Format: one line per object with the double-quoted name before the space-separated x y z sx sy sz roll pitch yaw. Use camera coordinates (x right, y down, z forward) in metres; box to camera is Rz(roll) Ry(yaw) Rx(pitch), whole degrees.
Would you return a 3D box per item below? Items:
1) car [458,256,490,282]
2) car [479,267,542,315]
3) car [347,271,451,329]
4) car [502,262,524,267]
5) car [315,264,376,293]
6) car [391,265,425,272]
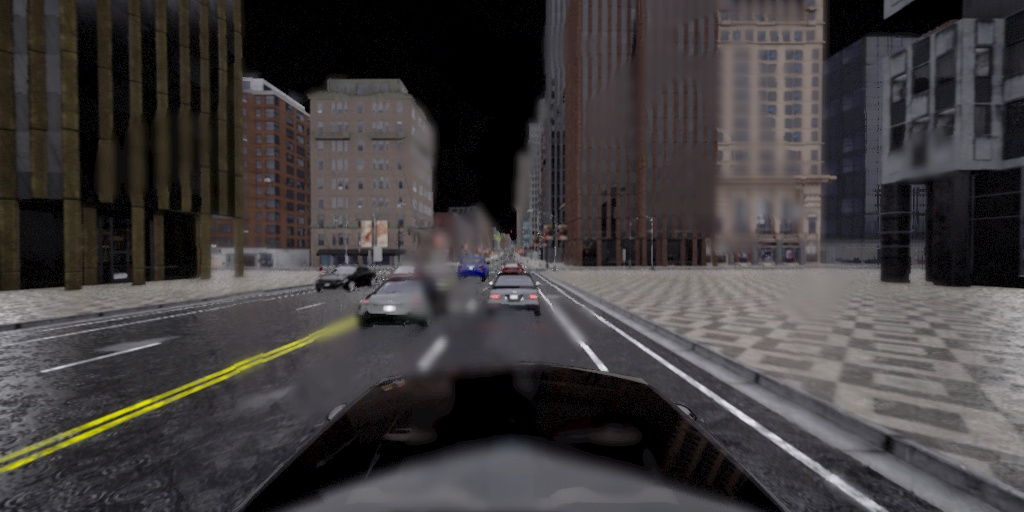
"car" -3.162 1.046 30.374 2.150 2.045 5.566 0 0 0
"car" 0.086 1.324 13.601 2.033 1.411 5.357 0 0 0
"car" -3.175 1.335 11.326 1.994 1.385 4.181 0 0 0
"car" 0.091 1.310 32.659 1.882 1.535 5.008 0 0 0
"car" -9.849 1.276 21.611 1.882 1.535 5.008 0 0 0
"car" -6.599 1.328 22.916 1.812 1.442 4.674 0 0 0
